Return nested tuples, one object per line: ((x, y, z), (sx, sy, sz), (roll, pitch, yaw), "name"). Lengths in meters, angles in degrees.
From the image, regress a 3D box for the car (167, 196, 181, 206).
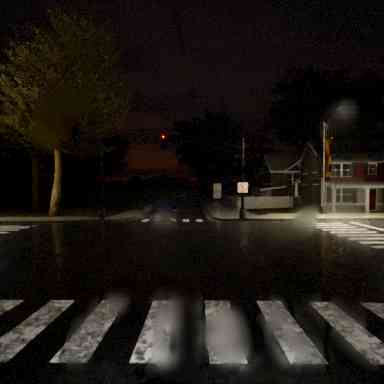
((-2.865, 1.480, 54.726), (2.033, 1.411, 5.357), (0, 0, 0), "car")

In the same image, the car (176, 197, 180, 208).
((-2.914, 1.457, 44.097), (1.837, 1.490, 4.892), (0, 0, 0), "car")

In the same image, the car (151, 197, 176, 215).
((-2.958, 1.444, 33.795), (1.882, 1.535, 5.008), (0, 0, 0), "car")
